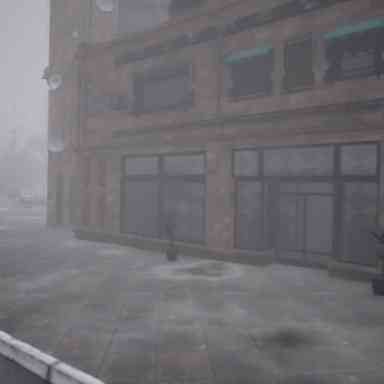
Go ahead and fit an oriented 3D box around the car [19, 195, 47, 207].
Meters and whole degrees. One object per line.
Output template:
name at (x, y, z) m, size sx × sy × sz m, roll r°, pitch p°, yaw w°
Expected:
car at (-18.116, 1.049, 39.648) m, size 1.812 × 1.442 × 4.674 m, roll 1°, pitch -1°, yaw 34°
